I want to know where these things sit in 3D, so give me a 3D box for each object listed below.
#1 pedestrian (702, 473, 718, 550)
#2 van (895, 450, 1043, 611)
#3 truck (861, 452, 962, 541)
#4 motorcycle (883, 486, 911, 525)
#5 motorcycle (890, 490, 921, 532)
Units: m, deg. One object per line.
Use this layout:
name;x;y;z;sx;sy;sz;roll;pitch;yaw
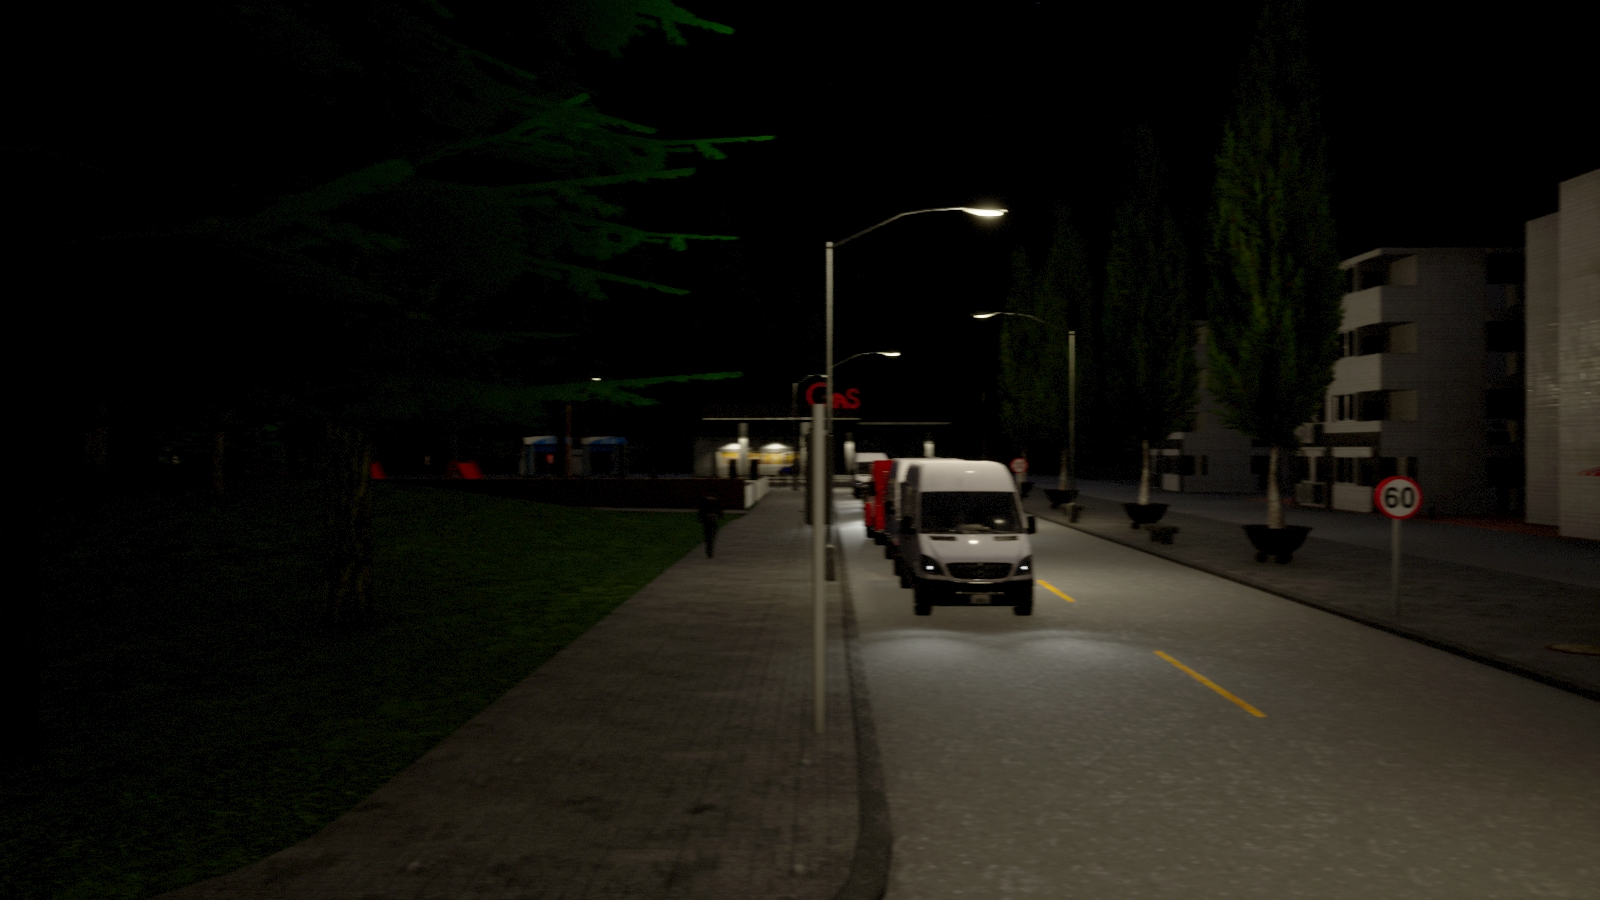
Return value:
pedestrian;-2.195;1.489;27.868;0.375;1.860;0.375;0;0;1
van;2.929;1.282;21.146;1.988;2.561;5.915;0;0;1
truck;3.245;1.298;34.383;2.627;2.467;5.204;0;0;1
motorcycle;3.379;1.927;40.019;0.867;1.251;2.209;0;0;1
motorcycle;3.300;1.910;35.929;0.856;1.236;1.805;0;0;1
